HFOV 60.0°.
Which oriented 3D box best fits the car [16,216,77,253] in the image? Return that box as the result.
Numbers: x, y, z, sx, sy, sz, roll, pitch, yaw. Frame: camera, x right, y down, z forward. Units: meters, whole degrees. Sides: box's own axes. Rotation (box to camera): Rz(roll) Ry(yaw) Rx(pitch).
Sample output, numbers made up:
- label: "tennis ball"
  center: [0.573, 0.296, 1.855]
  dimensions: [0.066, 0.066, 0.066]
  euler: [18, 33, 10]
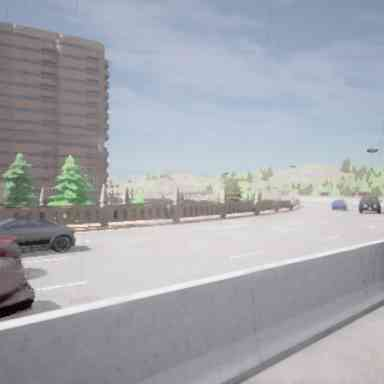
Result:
- label: "car"
  center: [-6.546, 1.611, 12.399]
  dimensions: [4.181, 1.385, 1.994]
  euler: [0, 0, -38]

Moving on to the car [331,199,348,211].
- label: "car"
  center: [20.246, 1.761, 45.547]
  dimensions: [1.882, 1.535, 5.008]
  euler: [0, -1, 25]

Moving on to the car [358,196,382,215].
- label: "car"
  center: [20.691, 1.471, 38.603]
  dimensions: [2.150, 2.045, 5.566]
  euler: [0, 0, 29]

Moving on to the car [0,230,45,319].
- label: "car"
  center: [-5.195, 1.558, 4.677]
  dimensions: [5.357, 1.411, 2.033]
  euler: [0, 0, -35]

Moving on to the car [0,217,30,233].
- label: "car"
  center: [-6.674, 1.550, 7.976]
  dimensions: [4.674, 1.442, 1.812]
  euler: [0, 0, -35]
